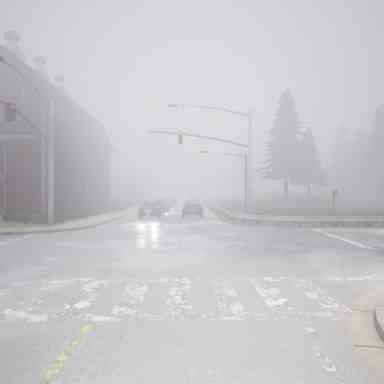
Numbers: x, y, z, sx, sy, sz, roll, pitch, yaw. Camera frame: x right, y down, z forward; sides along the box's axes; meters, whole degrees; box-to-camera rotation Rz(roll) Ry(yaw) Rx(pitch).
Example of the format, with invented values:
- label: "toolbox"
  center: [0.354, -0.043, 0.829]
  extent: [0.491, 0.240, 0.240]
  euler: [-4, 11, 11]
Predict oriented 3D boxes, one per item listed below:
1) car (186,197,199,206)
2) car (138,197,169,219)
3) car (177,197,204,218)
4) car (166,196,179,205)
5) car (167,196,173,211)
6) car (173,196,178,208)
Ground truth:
- label: "car"
  center: [0.074, 1.547, 55.835]
  extent: [2.033, 1.411, 5.357]
  euler: [0, 0, 0]
- label: "car"
  center: [-3.561, 1.491, 29.555]
  extent: [2.128, 1.511, 4.902]
  euler: [0, 0, 0]
- label: "car"
  center: [0.040, 1.492, 30.369]
  extent: [2.128, 1.511, 4.902]
  euler: [0, 0, 0]
- label: "car"
  center: [-3.473, 1.477, 59.779]
  extent: [1.882, 1.535, 5.008]
  euler: [0, 0, 0]
- label: "car"
  center: [-3.547, 1.505, 39.026]
  extent: [1.837, 1.490, 4.892]
  euler: [0, 0, 0]
- label: "car"
  center: [-3.528, 1.526, 49.291]
  extent: [1.812, 1.442, 4.674]
  euler: [0, 0, 0]
